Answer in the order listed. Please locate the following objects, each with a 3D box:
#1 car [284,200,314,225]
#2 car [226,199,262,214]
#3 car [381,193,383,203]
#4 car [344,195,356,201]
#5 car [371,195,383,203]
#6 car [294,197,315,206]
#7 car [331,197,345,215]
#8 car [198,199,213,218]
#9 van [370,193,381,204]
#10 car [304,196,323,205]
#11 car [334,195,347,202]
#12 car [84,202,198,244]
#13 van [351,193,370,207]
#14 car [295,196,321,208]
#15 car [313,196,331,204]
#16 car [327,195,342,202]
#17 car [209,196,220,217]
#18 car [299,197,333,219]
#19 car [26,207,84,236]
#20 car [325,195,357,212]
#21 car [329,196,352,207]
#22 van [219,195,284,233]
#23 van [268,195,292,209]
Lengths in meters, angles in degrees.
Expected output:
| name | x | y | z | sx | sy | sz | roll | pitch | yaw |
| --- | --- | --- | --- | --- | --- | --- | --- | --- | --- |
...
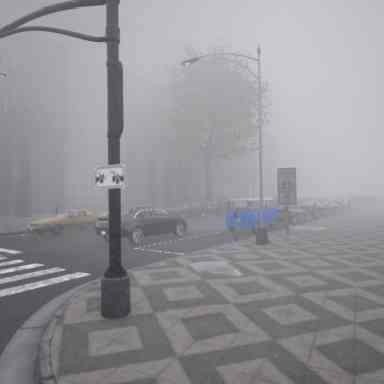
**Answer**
| name | x | y | z | sx | sy | sz | roll | pitch | yaw |
| --- | --- | --- | --- | --- | --- | --- | --- | --- | --- |
| car | 6.566 | 1.422 | 22.770 | 1.947 | 1.339 | 4.313 | -1 | 0 | 36 |
| car | 5.695 | 1.529 | 36.148 | 2.008 | 1.369 | 4.403 | -1 | 0 | 36 |
| car | 31.968 | 1.275 | 58.054 | 1.752 | 1.417 | 4.829 | -1 | -1 | 36 |
| car | 39.547 | 1.401 | 83.169 | 2.008 | 1.369 | 4.403 | -1 | -1 | 36 |
| car | 35.032 | 1.304 | 62.309 | 1.947 | 1.339 | 4.313 | -1 | -1 | 36 |
| car | 18.055 | 1.492 | 53.317 | 1.947 | 1.339 | 4.313 | -1 | 0 | 36 |
| car | 12.892 | 1.409 | 31.557 | 1.802 | 1.307 | 4.206 | -1 | 0 | 36 |
| car | -0.486 | 1.552 | 27.563 | 1.887 | 1.381 | 4.507 | -1 | 0 | 36 |
| van | 28.703 | 1.103 | 53.524 | 1.690 | 1.788 | 3.998 | -1 | -1 | 36 |
| car | 21.046 | 1.440 | 57.472 | 1.752 | 1.417 | 4.829 | -1 | -1 | 36 |
| car | 33.185 | 1.416 | 74.332 | 1.887 | 1.381 | 4.507 | -1 | -1 | 36 |
| car | -2.156 | 1.429 | 15.387 | 2.128 | 1.511 | 4.902 | -1 | -1 | 36 |
| van | 22.377 | 1.128 | 44.737 | 1.690 | 1.788 | 3.998 | -1 | 0 | 36 |
| car | 15.976 | 1.387 | 45.707 | 2.128 | 1.511 | 4.902 | -1 | -1 | 36 |
| car | 24.236 | 1.454 | 61.902 | 2.008 | 1.369 | 4.403 | -1 | -1 | 36 |
| car | 30.004 | 1.433 | 69.914 | 2.008 | 1.369 | 4.403 | -1 | -1 | 36 |
| car | 2.601 | 1.307 | 31.857 | 2.192 | 1.841 | 5.009 | -1 | 0 | 36 |
| car | 9.729 | 1.386 | 27.163 | 1.887 | 1.381 | 4.507 | -1 | 0 | 36 |
| car | -6.772 | 1.564 | 18.843 | 1.752 | 1.417 | 4.829 | -1 | 0 | 36 |
| car | 16.055 | 1.363 | 35.950 | 2.008 | 1.369 | 4.403 | -1 | 0 | 36 |
| car | 21.818 | 1.376 | 48.687 | 2.033 | 1.411 | 5.357 | -1 | -1 | 36 |
| van | 3.401 | 1.213 | 18.379 | 1.690 | 1.788 | 3.998 | -1 | 0 | 36 |
| van | 11.872 | 1.293 | 44.734 | 1.690 | 1.788 | 3.998 | -1 | 0 | 36 |
